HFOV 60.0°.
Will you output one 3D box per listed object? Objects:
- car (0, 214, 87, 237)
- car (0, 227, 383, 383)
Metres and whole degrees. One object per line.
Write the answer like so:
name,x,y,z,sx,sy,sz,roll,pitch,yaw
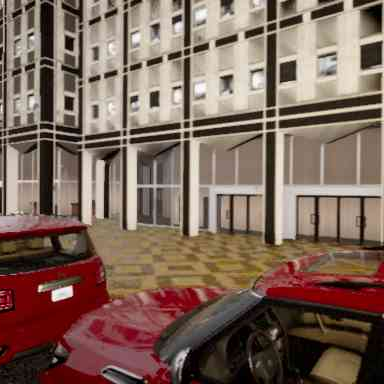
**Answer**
car,-3.491,1.280,5.360,5.009,1.841,2.192,0,0,35
car,1.149,1.314,2.052,5.009,1.841,2.192,0,0,35
